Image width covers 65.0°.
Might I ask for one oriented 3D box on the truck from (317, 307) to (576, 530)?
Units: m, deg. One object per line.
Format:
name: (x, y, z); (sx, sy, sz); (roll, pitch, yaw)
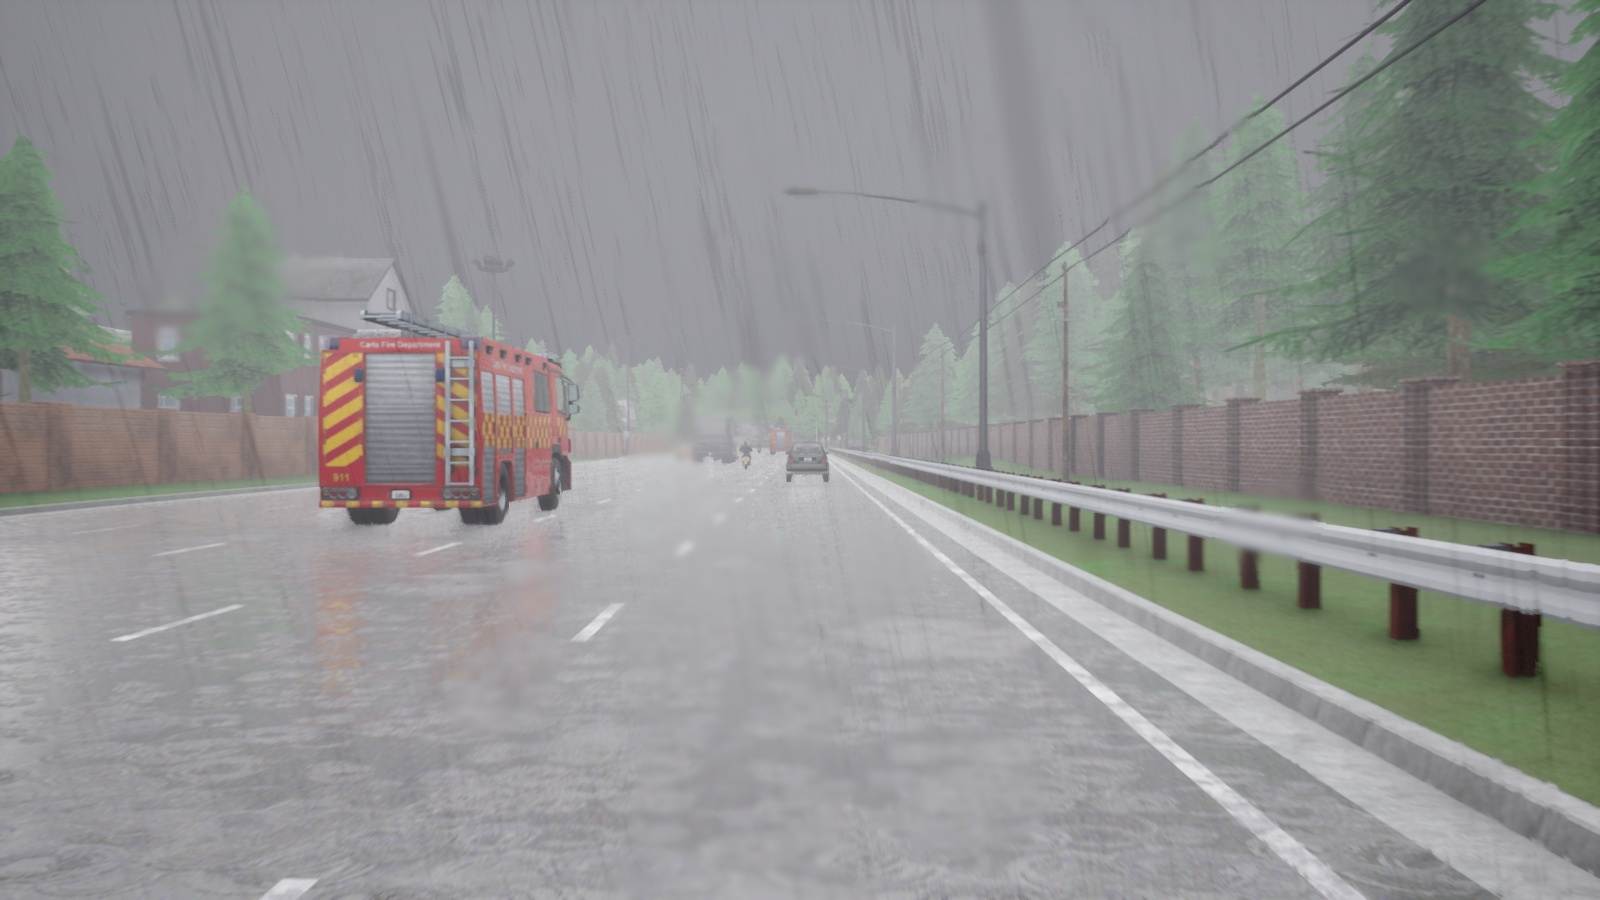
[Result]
truck: (-6.837, -0.561, 25.820); (2.891, 3.827, 8.468); (0, 0, 0)

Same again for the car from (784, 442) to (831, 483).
car: (0.300, 0.460, 50.011); (1.789, 1.549, 3.705); (0, 0, 0)

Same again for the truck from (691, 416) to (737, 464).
truck: (-6.441, -0.747, 95.393); (2.891, 3.462, 7.936); (0, 0, 0)
